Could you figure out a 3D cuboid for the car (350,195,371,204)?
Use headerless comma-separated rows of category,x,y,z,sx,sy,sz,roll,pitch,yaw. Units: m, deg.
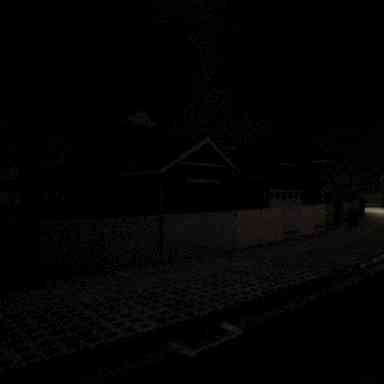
car,31.346,1.401,62.052,1.837,1.490,4.892,0,0,-1

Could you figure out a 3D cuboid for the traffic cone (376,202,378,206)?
traffic cone,28.392,1.872,51.117,0.340,0.580,0.340,0,0,11
